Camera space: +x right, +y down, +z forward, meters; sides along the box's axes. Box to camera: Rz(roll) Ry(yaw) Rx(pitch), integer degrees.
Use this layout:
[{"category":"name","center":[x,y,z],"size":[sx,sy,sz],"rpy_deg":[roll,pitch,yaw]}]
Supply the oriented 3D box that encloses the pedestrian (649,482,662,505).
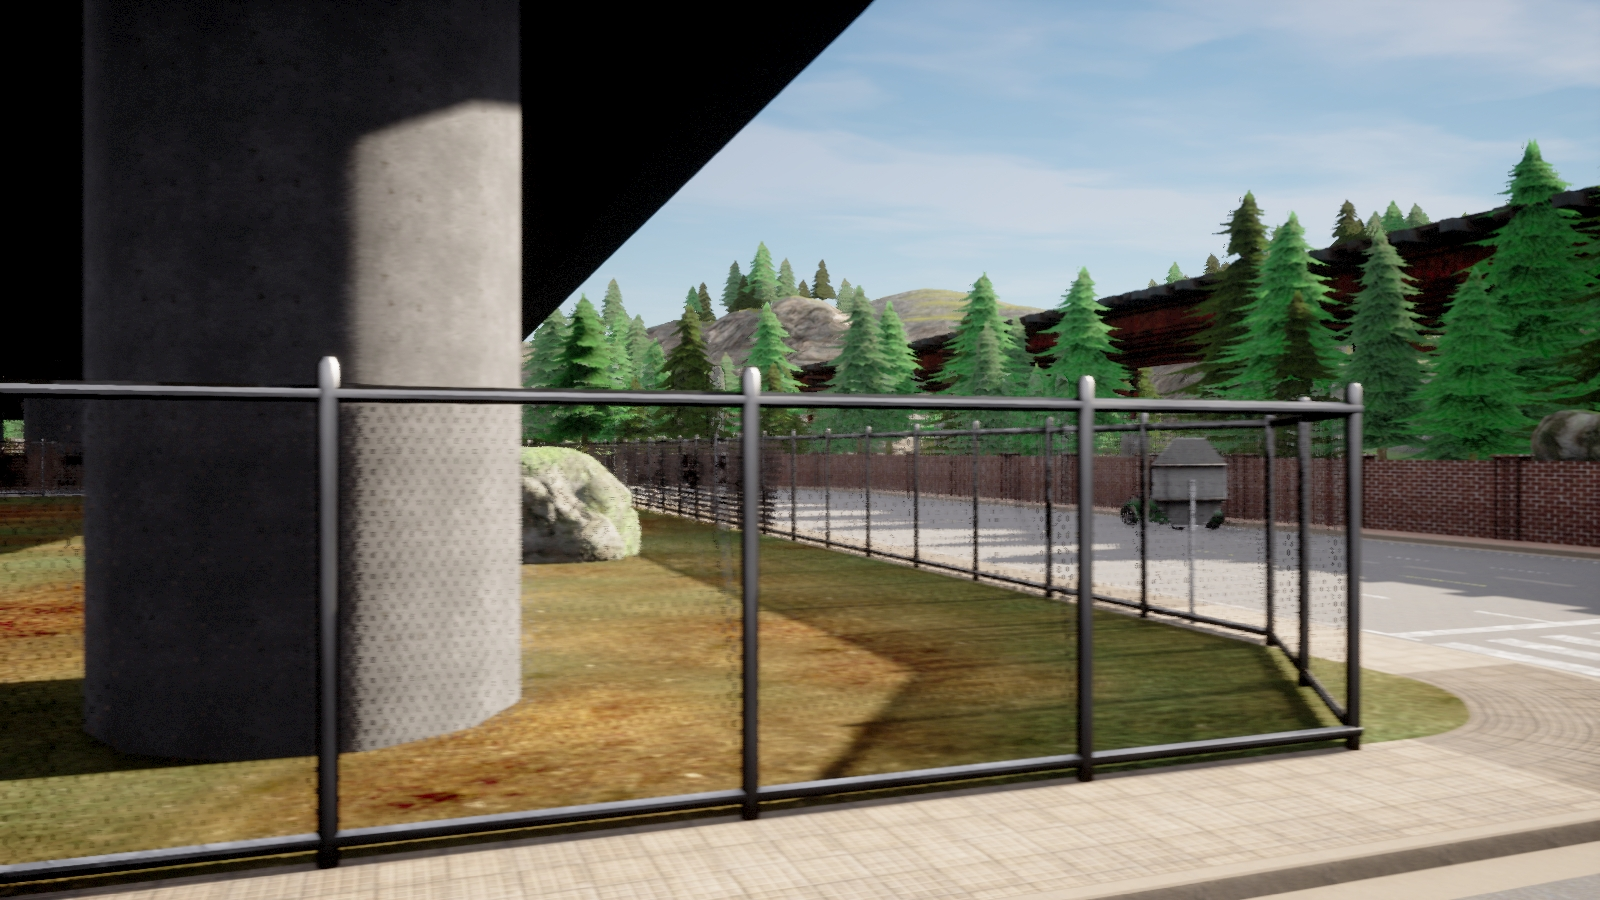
[{"category":"pedestrian","center":[-6.946,2.078,54.908],"size":[0.500,1.100,0.500],"rpy_deg":[0,0,-21]}]

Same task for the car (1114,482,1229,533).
[{"category":"car","center":[13.257,2.000,41.021],"size":[1.851,1.617,3.988],"rpy_deg":[0,0,-20]}]
